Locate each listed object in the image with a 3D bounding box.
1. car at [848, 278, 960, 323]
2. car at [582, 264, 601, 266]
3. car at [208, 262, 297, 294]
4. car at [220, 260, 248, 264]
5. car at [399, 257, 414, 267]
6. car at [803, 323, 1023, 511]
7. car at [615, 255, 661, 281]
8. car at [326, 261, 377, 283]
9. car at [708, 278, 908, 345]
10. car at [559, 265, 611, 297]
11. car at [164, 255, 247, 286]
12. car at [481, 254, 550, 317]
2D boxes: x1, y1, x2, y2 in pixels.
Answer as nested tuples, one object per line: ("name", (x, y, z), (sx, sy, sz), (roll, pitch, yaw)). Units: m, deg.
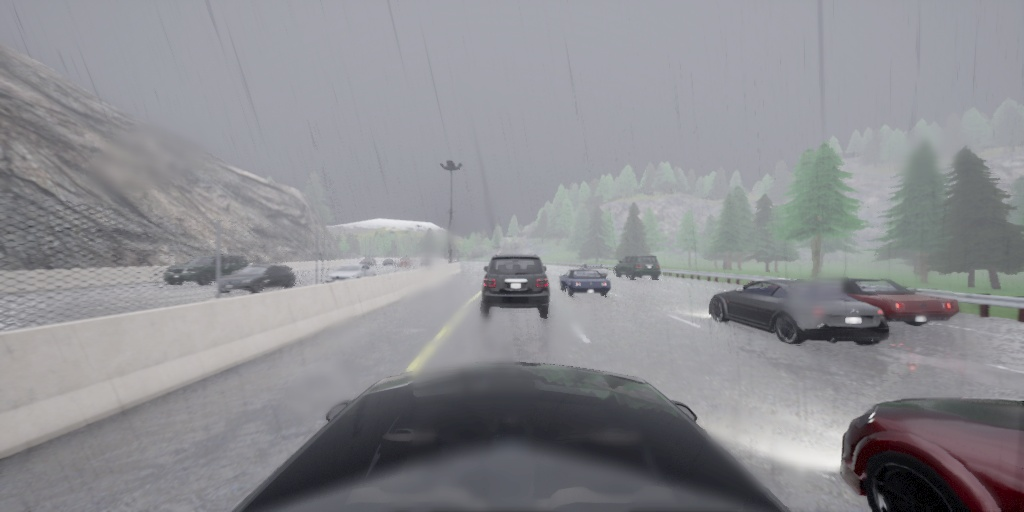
("car", (10.618, 1.342, 11.533), (1.895, 1.301, 4.718), (0, 0, 0))
("car", (6.877, 1.313, 31.665), (1.895, 1.301, 4.718), (0, 0, -3))
("car", (-14.093, 1.246, 20.183), (1.812, 1.442, 4.674), (0, 0, -1))
("car", (-17.657, 1.203, 25.586), (2.128, 1.511, 4.902), (0, 0, -1))
("car", (-18.097, 1.015, 61.712), (2.097, 1.767, 4.553), (0, 0, -11))
("car", (3.596, 1.316, 1.086), (1.994, 1.385, 4.181), (0, 0, 0))
("car", (10.442, 0.937, 30.178), (2.150, 2.045, 5.566), (0, 0, -2))
("car", (-10.625, 1.242, 24.074), (1.812, 1.442, 4.674), (0, 0, -1))
("car", (7.114, 1.306, 9.479), (1.994, 1.385, 4.181), (0, 0, 0))
("car", (3.631, 1.329, 18.735), (1.895, 1.301, 4.718), (0, 0, 0))
("car", (-21.135, 0.935, 25.284), (2.150, 2.045, 5.566), (0, 0, -1))
("car", (0.122, 0.956, 13.134), (2.150, 2.045, 5.566), (0, 0, 0))
